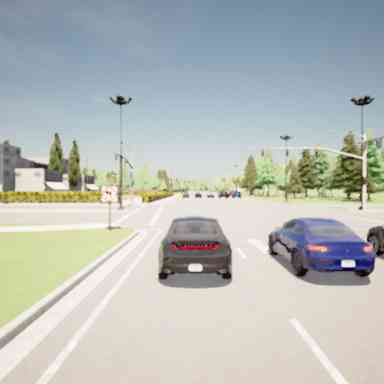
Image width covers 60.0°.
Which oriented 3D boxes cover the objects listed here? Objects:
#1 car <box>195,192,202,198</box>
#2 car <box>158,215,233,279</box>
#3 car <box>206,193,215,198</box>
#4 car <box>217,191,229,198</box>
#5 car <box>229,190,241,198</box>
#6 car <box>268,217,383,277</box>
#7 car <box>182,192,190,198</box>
[{"bbox_3d":[1.796,0.934,93.059,1.882,1.535,5.008,0,0,0],"label":"car"},{"bbox_3d":[0.085,1.446,9.838,1.837,1.490,4.892,0,0,0],"label":"car"},{"bbox_3d":[5.298,1.050,93.492,1.895,1.301,4.718,0,0,0],"label":"car"},{"bbox_3d":[8.794,0.683,92.642,2.150,2.045,5.566,0,0,0],"label":"car"},{"bbox_3d":[12.292,0.685,92.211,2.150,2.045,5.566,0,0,0],"label":"car"},{"bbox_3d":[3.590,1.468,9.922,1.812,1.442,4.674,0,0,0],"label":"car"},{"bbox_3d":[-1.706,0.983,92.657,2.128,1.511,4.902,0,0,0],"label":"car"}]
